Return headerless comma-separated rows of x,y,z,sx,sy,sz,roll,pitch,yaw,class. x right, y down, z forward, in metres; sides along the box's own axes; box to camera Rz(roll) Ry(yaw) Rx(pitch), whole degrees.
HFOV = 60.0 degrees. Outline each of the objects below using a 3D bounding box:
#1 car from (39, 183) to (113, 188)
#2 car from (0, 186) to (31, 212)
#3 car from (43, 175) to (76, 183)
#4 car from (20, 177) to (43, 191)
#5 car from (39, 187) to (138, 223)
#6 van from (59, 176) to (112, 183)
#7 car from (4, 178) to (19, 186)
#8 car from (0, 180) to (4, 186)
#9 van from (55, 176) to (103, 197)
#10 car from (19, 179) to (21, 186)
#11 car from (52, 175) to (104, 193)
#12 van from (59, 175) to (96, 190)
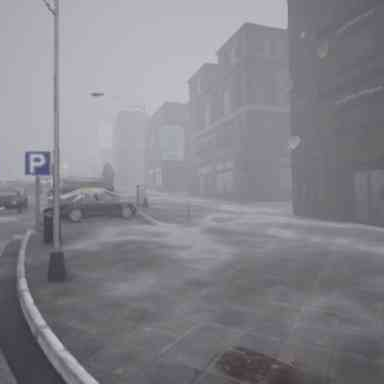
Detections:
-7.579,0.354,23.594,5.366,1.575,1.946,-1,4,-41,car
-11.702,0.525,21.204,1.895,1.301,4.718,0,3,-21,car
-9.607,-0.242,29.367,5.566,2.045,2.435,-1,4,-41,car
-18.304,-0.634,38.516,1.837,1.490,4.892,0,2,-21,car
-5.290,0.704,18.031,4.892,1.521,2.231,-1,3,-41,car
-8.424,-0.044,26.627,4.442,1.987,1.878,-1,3,-41,van
-22.083,-0.688,39.050,2.033,1.411,5.357,0,3,-21,car
-18.130,-0.137,28.911,1.882,1.535,5.008,0,4,-21,car
-11.835,-0.563,34.997,4.442,1.987,1.878,-1,4,-41,van
-25.520,-1.262,48.084,1.812,1.442,4.674,0,3,-21,car
-13.888,-0.937,40.783,5.566,2.045,2.435,-1,3,-41,car
-15.981,-1.260,46.527,4.442,1.987,1.878,-1,3,-41,van
